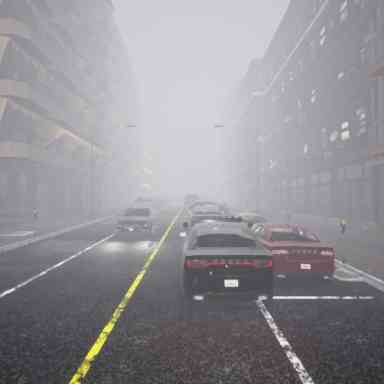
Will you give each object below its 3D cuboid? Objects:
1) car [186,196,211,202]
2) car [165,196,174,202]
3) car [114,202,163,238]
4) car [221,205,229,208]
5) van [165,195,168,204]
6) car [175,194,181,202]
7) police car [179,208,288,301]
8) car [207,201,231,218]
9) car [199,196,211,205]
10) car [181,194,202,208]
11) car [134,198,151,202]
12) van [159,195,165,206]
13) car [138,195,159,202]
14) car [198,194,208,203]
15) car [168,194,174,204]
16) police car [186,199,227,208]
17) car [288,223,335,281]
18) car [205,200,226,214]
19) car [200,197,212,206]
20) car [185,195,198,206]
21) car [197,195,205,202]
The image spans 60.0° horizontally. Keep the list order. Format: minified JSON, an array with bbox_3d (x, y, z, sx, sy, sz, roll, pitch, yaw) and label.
[{"bbox_3d":[0.792,1.379,24.392,2.097,1.767,4.553,0,0,0],"label":"car"},{"bbox_3d":[-5.412,1.775,81.701,1.947,1.339,4.313,1,0,0],"label":"car"},{"bbox_3d":[-2.871,1.522,18.023,1.837,1.490,4.892,0,0,0],"label":"car"},{"bbox_3d":[2.566,1.539,15.455,1.752,1.417,4.829,1,0,0],"label":"car"},{"bbox_3d":[-5.366,1.442,54.049,1.690,1.788,3.998,1,0,0],"label":"van"},{"bbox_3d":[-2.864,1.708,80.641,1.837,1.490,4.892,0,0,0],"label":"car"},{"bbox_3d":[0.705,1.431,8.527,1.930,1.638,5.238,0,0,0],"label":"police car"},{"bbox_3d":[2.541,1.588,31.875,1.887,1.381,4.507,1,0,0],"label":"car"},{"bbox_3d":[2.503,1.580,65.061,1.967,1.590,4.097,1,0,0],"label":"car"},{"bbox_3d":[-0.054,1.296,45.523,2.150,2.045,5.566,0,0,0],"label":"car"},{"bbox_3d":[-5.338,1.568,31.757,1.752,1.417,4.829,2,0,0],"label":"car"},{"bbox_3d":[-5.357,1.424,48.517,1.690,1.788,3.998,2,0,0],"label":"van"},{"bbox_3d":[-5.341,1.370,37.459,2.192,1.841,5.009,2,0,0],"label":"car"},{"bbox_3d":[2.448,1.499,76.123,2.192,1.841,5.009,1,0,0],"label":"car"},{"bbox_3d":[-5.382,1.455,65.110,2.192,1.841,5.009,1,0,0],"label":"car"},{"bbox_3d":[0.801,1.443,18.529,1.930,1.638,5.238,0,0,0],"label":"police car"},{"bbox_3d":[2.574,1.552,9.753,1.887,1.381,4.507,1,0,0],"label":"car"},{"bbox_3d":[2.533,1.605,37.407,2.008,1.369,4.403,1,0,0],"label":"car"},{"bbox_3d":[2.501,1.664,59.528,1.887,1.381,4.507,1,0,0],"label":"car"},{"bbox_3d":[-0.083,1.473,59.934,2.097,1.767,4.553,0,0,0],"label":"car"},{"bbox_3d":[2.429,1.676,87.185,1.967,1.590,4.097,1,0,0],"label":"car"}]
